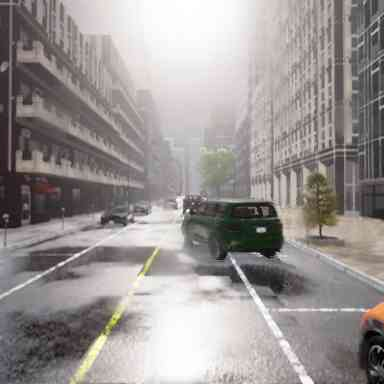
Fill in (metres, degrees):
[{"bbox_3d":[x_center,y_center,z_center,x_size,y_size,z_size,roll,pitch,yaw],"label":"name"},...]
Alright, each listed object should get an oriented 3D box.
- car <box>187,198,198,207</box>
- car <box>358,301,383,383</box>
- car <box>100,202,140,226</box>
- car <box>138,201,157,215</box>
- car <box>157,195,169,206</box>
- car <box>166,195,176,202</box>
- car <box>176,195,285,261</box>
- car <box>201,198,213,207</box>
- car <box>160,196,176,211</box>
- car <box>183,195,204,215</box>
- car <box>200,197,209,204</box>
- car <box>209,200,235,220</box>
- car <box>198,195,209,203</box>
[{"bbox_3d":[0.089,1.688,55.224,1.837,1.490,4.892,0,-1,0],"label":"car"},{"bbox_3d":[2.987,1.359,2.043,2.097,1.767,4.553,0,0,0],"label":"car"},{"bbox_3d":[-5.318,1.644,24.183,1.947,1.339,4.313,1,0,0],"label":"car"},{"bbox_3d":[-5.284,1.667,35.476,2.008,1.369,4.403,1,0,0],"label":"car"},{"bbox_3d":[-5.280,1.720,57.892,1.752,1.417,4.829,1,0,0],"label":"car"},{"bbox_3d":[-5.451,1.617,86.296,2.192,1.841,5.009,1,0,0],"label":"car"},{"bbox_3d":[1.288,1.263,12.734,2.150,2.045,5.566,-1,0,-18],"label":"car"},{"bbox_3d":[2.567,1.746,57.970,2.008,1.369,4.403,1,0,0],"label":"car"},{"bbox_3d":[-2.847,1.672,44.454,1.812,1.442,4.674,0,0,0],"label":"car"},{"bbox_3d":[0.092,1.340,36.897,2.150,2.045,5.566,0,-1,0],"label":"car"},{"bbox_3d":[2.567,1.781,69.273,1.887,1.381,4.507,1,0,0],"label":"car"},{"bbox_3d":[2.572,1.537,29.708,1.967,1.590,4.097,1,0,0],"label":"car"},{"bbox_3d":[2.603,1.573,74.926,2.192,1.841,5.009,1,0,0],"label":"car"}]
